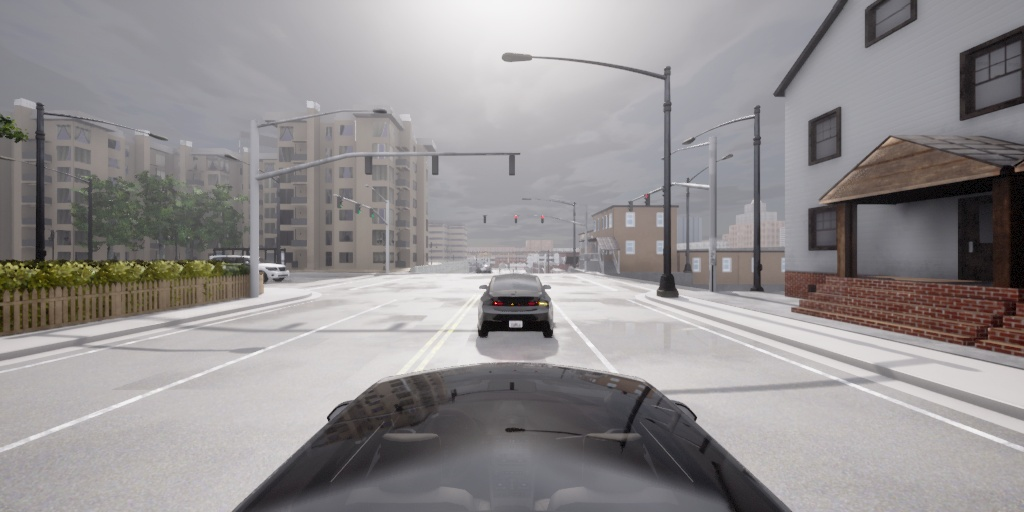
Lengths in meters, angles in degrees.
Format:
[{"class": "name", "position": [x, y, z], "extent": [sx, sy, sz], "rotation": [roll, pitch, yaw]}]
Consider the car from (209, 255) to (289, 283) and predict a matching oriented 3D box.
[{"class": "car", "position": [-19.946, 0.970, 27.017], "extent": [5.566, 2.045, 2.150], "rotation": [0, 0, 1]}]

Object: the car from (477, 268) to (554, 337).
[{"class": "car", "position": [0.095, 1.254, 10.319], "extent": [1.837, 1.490, 4.892], "rotation": [0, 0, 0]}]

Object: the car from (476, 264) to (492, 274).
[{"class": "car", "position": [-3.600, 1.753, 47.134], "extent": [2.128, 1.511, 4.902], "rotation": [0, -5, 0]}]
